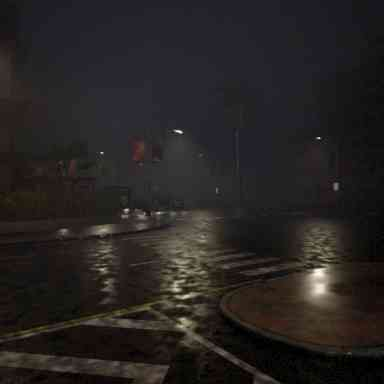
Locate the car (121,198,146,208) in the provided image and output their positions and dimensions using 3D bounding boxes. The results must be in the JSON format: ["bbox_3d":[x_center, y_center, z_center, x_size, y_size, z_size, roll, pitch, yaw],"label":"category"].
[{"bbox_3d":[-8.782,1.601,49.841,1.895,1.301,4.718,0,0,-34],"label":"car"}]

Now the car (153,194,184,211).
[{"bbox_3d":[-3.195,1.221,41.830,2.150,2.045,5.566,0,0,-35],"label":"car"}]

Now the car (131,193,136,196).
[{"bbox_3d":[-13.392,1.220,68.456,2.150,2.045,5.566,0,0,-39],"label":"car"}]

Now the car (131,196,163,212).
[{"bbox_3d":[-5.641,1.526,39.190,1.812,1.442,4.674,0,0,-35],"label":"car"}]
